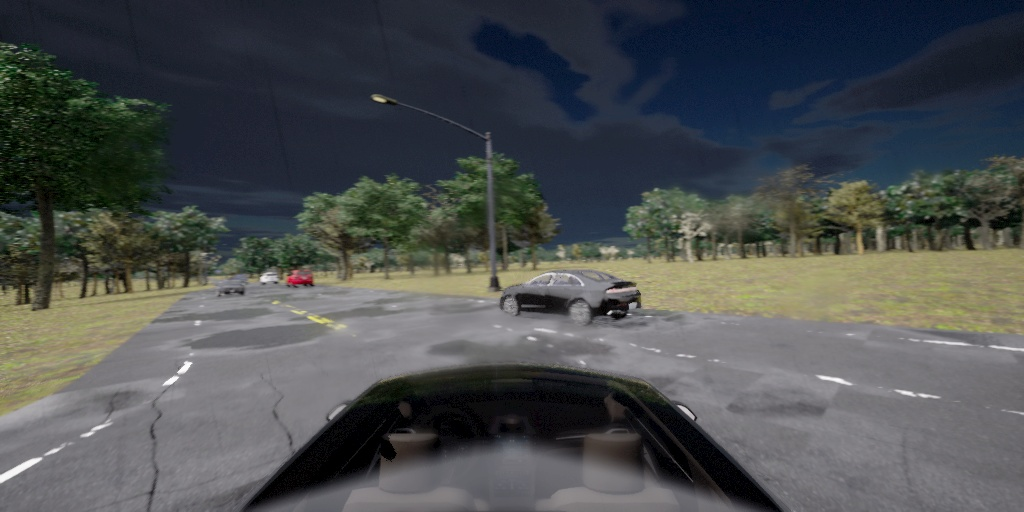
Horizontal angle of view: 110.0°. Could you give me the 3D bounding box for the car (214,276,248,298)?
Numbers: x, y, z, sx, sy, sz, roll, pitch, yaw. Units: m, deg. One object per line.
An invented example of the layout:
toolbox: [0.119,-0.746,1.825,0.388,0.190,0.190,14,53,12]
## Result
car: [-24.565,2.763,31.279,1.837,1.490,4.892,-2,-2,-40]

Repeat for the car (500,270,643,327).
car: [1.580,1.188,11.181,2.128,1.511,4.902,-1,-2,-40]

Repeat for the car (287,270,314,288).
car: [-25.740,2.790,43.511,2.150,2.045,5.566,-1,-2,-40]
